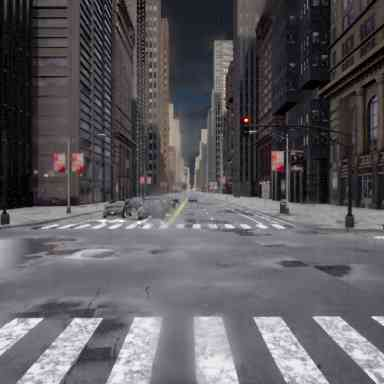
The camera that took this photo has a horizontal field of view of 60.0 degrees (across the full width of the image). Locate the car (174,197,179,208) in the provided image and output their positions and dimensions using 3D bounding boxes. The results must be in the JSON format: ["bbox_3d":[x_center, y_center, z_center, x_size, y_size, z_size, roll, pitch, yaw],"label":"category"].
[{"bbox_3d":[-3.297,1.532,46.585,1.994,1.385,4.181,0,0,0],"label":"car"}]

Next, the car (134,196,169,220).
[{"bbox_3d":[-3.265,1.338,27.778,2.097,1.767,4.553,0,0,-2],"label":"car"}]

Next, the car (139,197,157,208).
[{"bbox_3d":[-6.543,1.511,50.133,2.033,1.411,5.357,0,0,0],"label":"car"}]

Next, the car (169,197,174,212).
[{"bbox_3d":[-3.318,1.504,36.562,1.812,1.442,4.674,0,0,0],"label":"car"}]

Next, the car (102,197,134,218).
[{"bbox_3d":[-6.574,1.489,29.682,1.837,1.490,4.892,0,0,0],"label":"car"}]

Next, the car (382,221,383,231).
[{"bbox_3d":[11.357,1.320,15.091,4.892,1.490,1.837,-1,0,5],"label":"car"}]

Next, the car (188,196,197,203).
[{"bbox_3d":[0.163,1.471,69.915,2.033,1.411,5.357,0,0,0],"label":"car"}]
